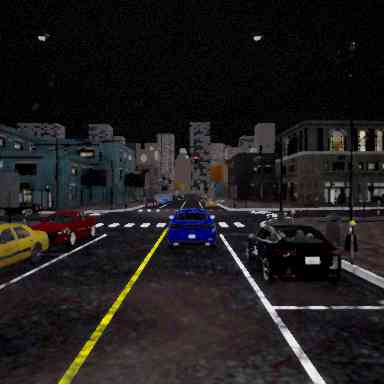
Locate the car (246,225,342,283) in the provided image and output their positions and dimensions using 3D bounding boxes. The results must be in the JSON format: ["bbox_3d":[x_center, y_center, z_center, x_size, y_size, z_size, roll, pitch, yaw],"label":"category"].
[{"bbox_3d":[2.689,1.562,9.486,1.947,1.339,4.313,-1,0,0],"label":"car"}]

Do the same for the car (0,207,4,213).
[{"bbox_3d":[-18.078,1.669,27.000,4.097,1.590,1.967,-1,1,-1],"label":"car"}]

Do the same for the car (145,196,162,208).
[{"bbox_3d":[-5.692,1.571,47.550,1.802,1.307,4.206,0,0,0],"label":"car"}]

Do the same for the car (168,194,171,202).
[{"bbox_3d":[-5.693,1.530,64.189,1.887,1.381,4.507,0,0,0],"label":"car"}]

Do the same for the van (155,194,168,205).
[{"bbox_3d":[-5.694,1.328,58.642,1.690,1.788,3.998,0,0,0],"label":"van"}]

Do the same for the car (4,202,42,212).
[{"bbox_3d":[-18.196,1.720,35.349,4.313,1.339,1.947,-1,1,-1],"label":"car"}]

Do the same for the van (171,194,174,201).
[{"bbox_3d":[-5.694,1.324,75.281,1.690,1.788,3.998,0,0,0],"label":"van"}]

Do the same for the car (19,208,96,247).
[{"bbox_3d":[-5.692,1.540,15.031,1.887,1.381,4.507,0,0,0],"label":"car"}]

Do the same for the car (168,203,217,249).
[{"bbox_3d":[0.001,1.481,14.650,1.882,1.535,5.008,0,0,0],"label":"car"}]

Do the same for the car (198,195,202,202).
[{"bbox_3d":[2.688,1.534,75.281,2.008,1.369,4.403,-1,0,0],"label":"car"}]

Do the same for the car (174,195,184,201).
[{"bbox_3d":[-3.001,1.485,79.455,1.812,1.442,4.674,0,0,0],"label":"car"}]

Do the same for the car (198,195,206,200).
[{"bbox_3d":[2.689,1.545,91.920,1.947,1.339,4.313,-1,0,0],"label":"car"}]

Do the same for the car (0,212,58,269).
[{"bbox_3d":[-5.693,1.522,9.316,1.752,1.417,4.829,0,0,0],"label":"car"}]

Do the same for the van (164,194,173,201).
[{"bbox_3d":[-5.694,1.323,80.827,1.690,1.788,3.998,0,0,0],"label":"van"}]

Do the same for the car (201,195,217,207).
[{"bbox_3d":[2.688,1.515,47.720,1.752,1.417,4.829,-1,0,0],"label":"car"}]
